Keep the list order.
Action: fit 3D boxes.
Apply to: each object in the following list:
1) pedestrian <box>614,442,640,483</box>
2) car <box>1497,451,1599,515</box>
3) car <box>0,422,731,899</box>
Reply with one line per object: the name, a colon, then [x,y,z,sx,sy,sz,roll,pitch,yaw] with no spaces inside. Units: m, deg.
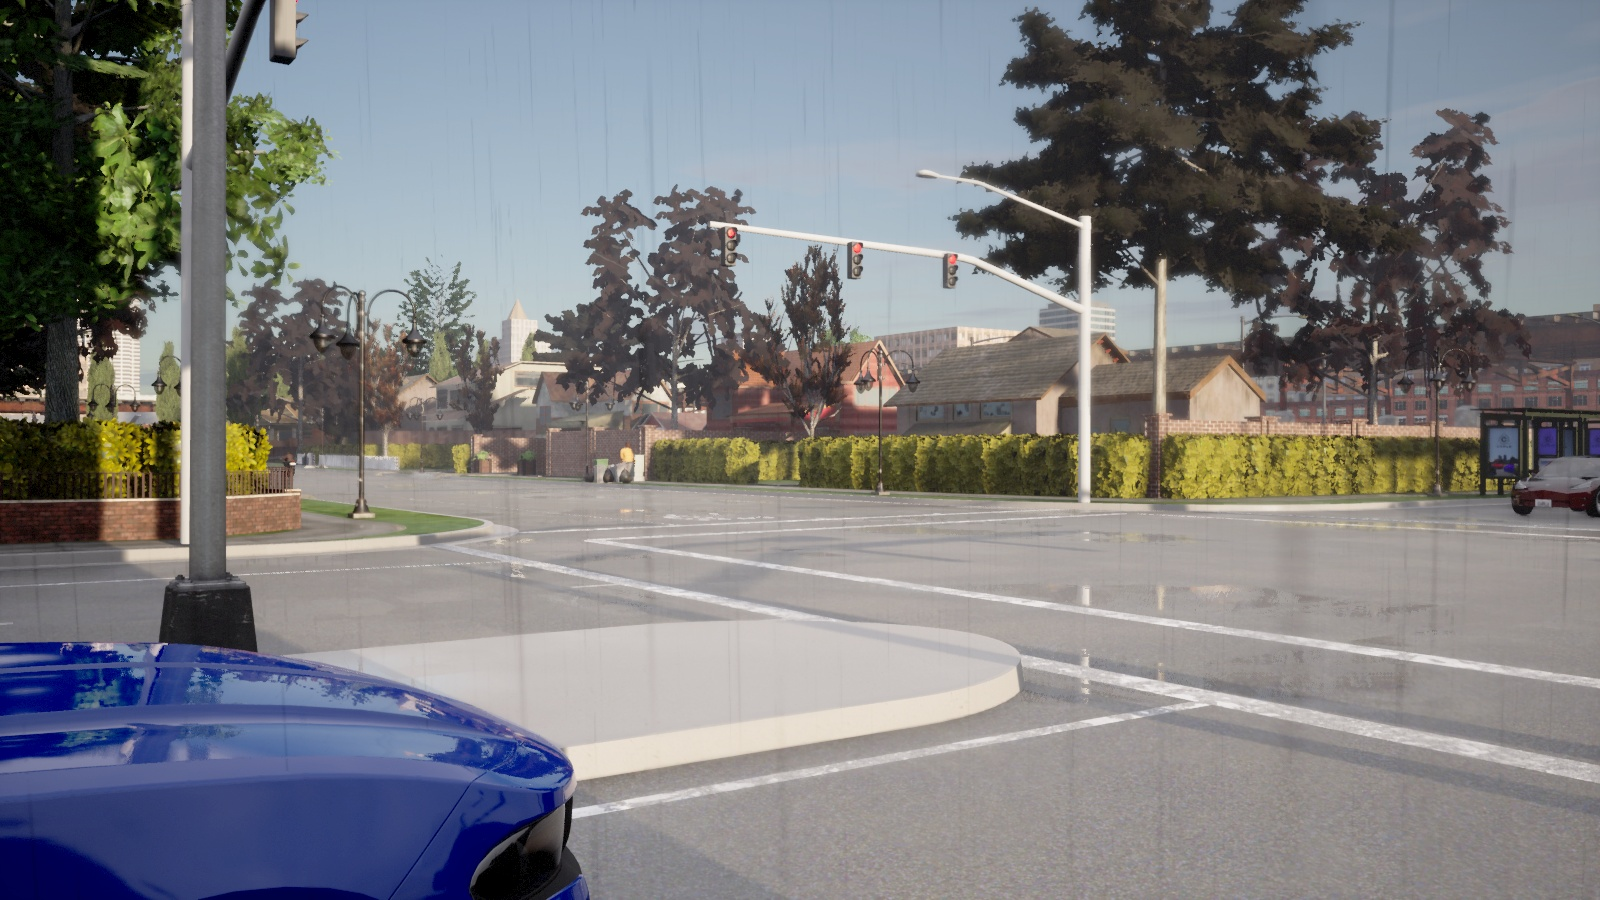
pedestrian: [-8.001,0.569,58.130,0.874,1.855,0.900,0,0,-34]
car: [19.779,0.780,31.474,4.792,1.488,2.163,0,0,-35]
car: [-2.727,0.733,1.760,5.008,1.535,1.882,0,0,-35]
